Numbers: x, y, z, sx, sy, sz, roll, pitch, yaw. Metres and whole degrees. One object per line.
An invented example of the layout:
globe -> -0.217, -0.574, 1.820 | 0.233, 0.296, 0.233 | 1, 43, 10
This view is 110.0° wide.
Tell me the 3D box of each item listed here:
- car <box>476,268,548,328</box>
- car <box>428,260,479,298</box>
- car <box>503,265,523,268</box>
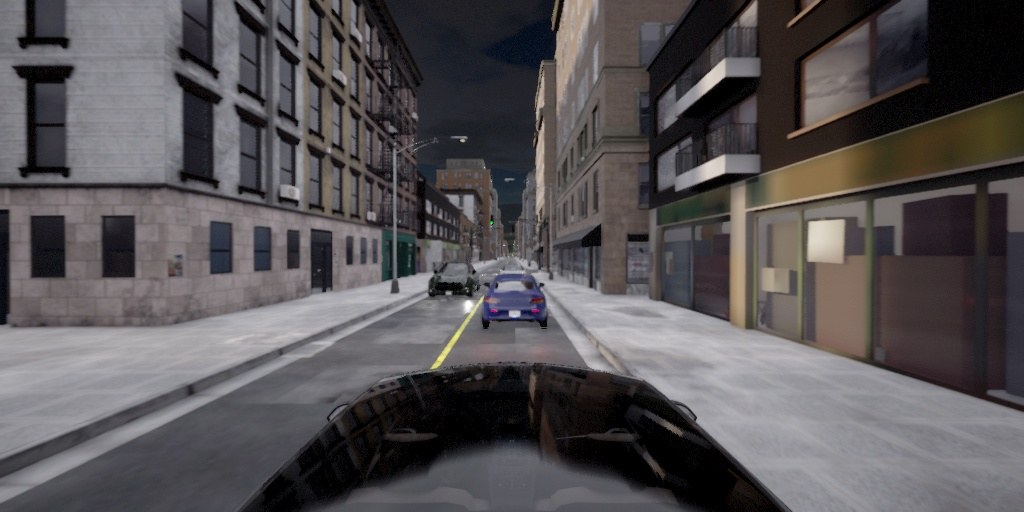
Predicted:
car -> 0.078, 1.268, 11.258 | 1.812, 1.442, 4.674 | 0, 0, 0
car -> -2.844, 1.089, 18.349 | 2.097, 1.767, 4.553 | 0, 0, 0
car -> 0.083, 1.329, 27.943 | 1.895, 1.301, 4.718 | 0, 0, 0
